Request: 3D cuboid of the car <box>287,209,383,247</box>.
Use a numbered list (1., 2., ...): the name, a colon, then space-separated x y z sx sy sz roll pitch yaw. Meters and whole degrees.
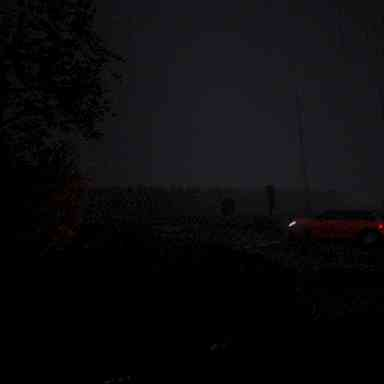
1. car: 7.176 1.630 16.660 4.553 1.767 2.097 -1 -1 34
